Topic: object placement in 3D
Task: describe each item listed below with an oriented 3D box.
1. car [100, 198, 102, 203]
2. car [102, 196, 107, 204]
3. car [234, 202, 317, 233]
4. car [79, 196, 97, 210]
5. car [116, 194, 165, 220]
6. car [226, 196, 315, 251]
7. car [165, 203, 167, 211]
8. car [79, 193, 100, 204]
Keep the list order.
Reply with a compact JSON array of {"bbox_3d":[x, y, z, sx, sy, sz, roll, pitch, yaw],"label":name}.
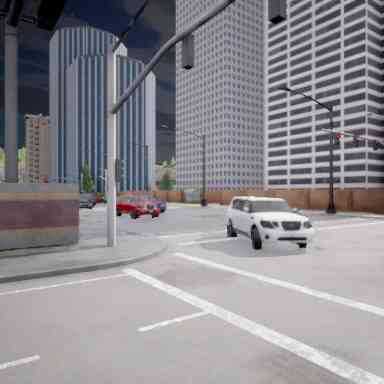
[{"bbox_3d":[-19.163,1.222,61.829,2.150,2.045,5.566,0,0,-35],"label":"car"},{"bbox_3d":[-16.571,1.547,64.210,2.033,1.411,5.357,0,0,-34],"label":"car"},{"bbox_3d":[5.095,1.491,20.996,2.128,1.511,4.902,0,0,-35],"label":"car"},{"bbox_3d":[-14.043,1.563,42.094,1.994,1.385,4.181,0,0,-35],"label":"car"},{"bbox_3d":[-4.891,1.224,29.092,2.150,2.045,5.566,0,0,-35],"label":"car"},{"bbox_3d":[3.160,1.224,14.699,2.150,2.045,5.566,1,-1,-10],"label":"car"},{"bbox_3d":[-4.813,1.222,35.053,2.150,2.045,5.566,0,0,-35],"label":"car"},{"bbox_3d":[-16.948,1.226,52.409,2.150,2.045,5.566,0,0,-35],"label":"car"}]
